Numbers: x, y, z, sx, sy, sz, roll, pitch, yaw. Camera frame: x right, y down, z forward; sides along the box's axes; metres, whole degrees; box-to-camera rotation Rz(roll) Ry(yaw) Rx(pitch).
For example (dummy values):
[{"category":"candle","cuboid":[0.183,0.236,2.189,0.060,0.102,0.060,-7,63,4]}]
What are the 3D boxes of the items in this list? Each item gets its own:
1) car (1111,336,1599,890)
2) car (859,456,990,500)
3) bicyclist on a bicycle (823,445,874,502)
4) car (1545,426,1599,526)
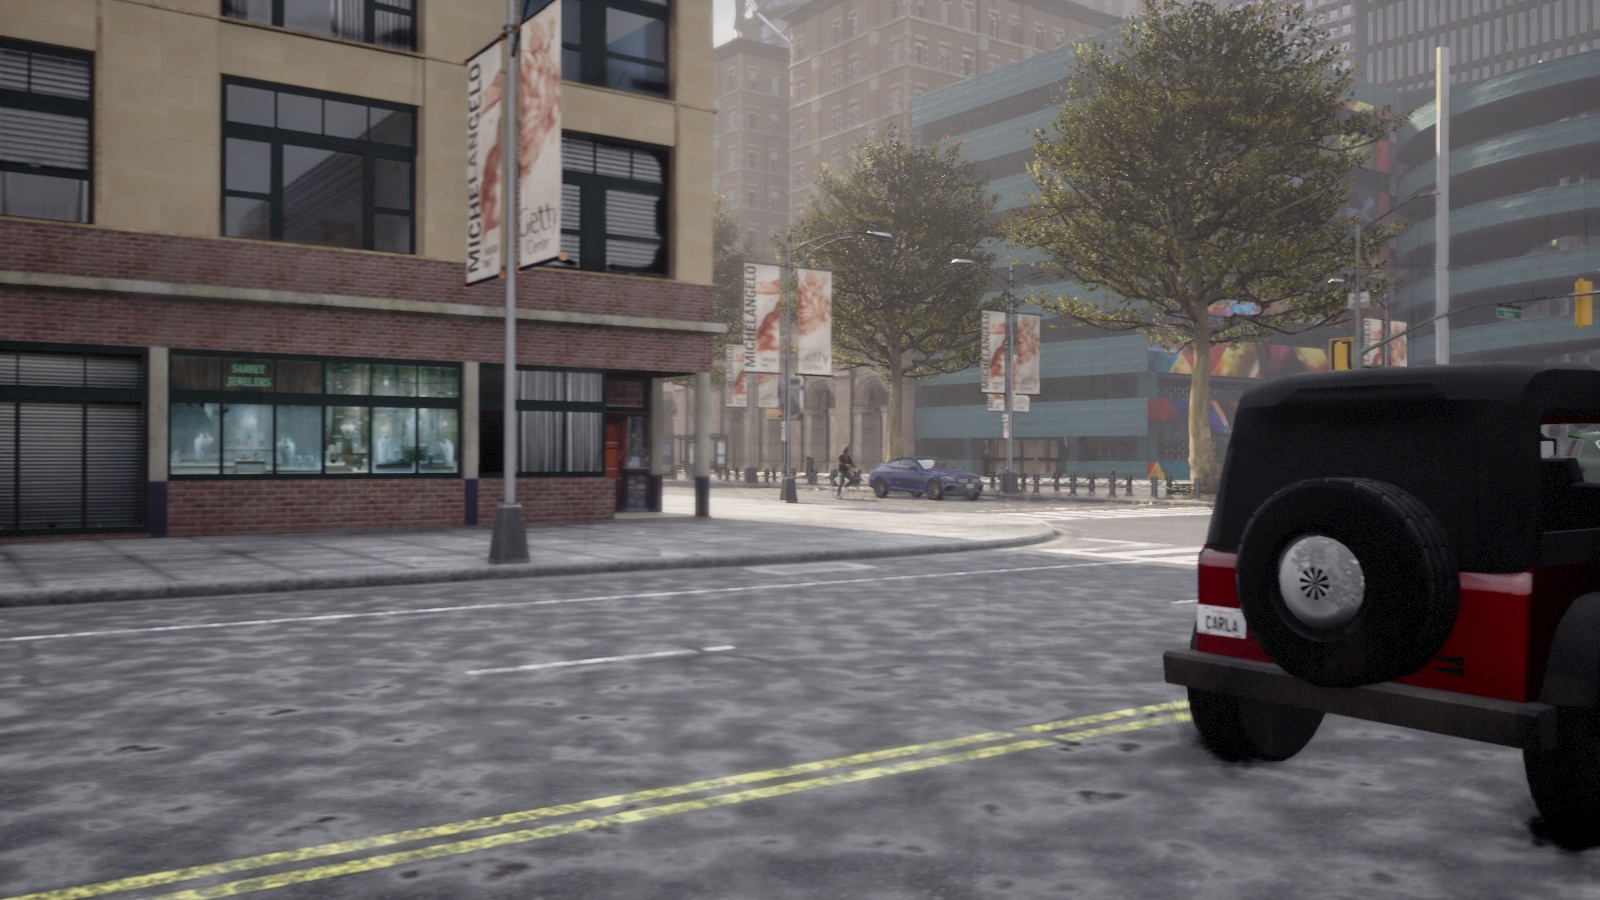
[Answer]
[{"category":"car","cuboid":[3.575,0.558,6.147,3.866,1.878,1.905,0,0,-35]},{"category":"car","cuboid":[4.178,0.912,42.879,1.812,1.442,4.674,0,0,-35]},{"category":"bicyclist on a bicycle","cuboid":[1.550,0.751,40.577,0.659,1.776,1.843,0,0,-35]},{"category":"car","cuboid":[18.652,0.536,25.894,5.566,2.045,2.150,0,0,28]}]
